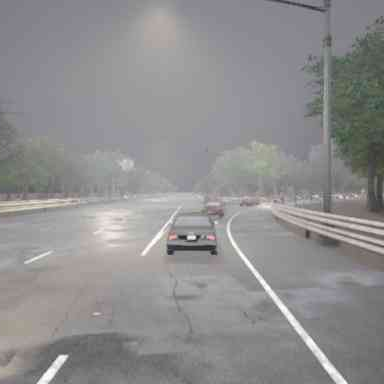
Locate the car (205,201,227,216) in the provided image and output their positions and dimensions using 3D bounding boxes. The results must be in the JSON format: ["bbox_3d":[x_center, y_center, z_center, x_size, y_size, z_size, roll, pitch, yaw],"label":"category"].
[{"bbox_3d":[2.026,1.487,29.587,1.812,1.442,4.674,0,0,12],"label":"car"}]

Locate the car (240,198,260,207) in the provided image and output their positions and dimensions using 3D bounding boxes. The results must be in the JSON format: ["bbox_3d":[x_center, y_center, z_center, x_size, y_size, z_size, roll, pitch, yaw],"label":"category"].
[{"bbox_3d":[8.555,1.519,48.736,1.895,1.301,4.718,0,0,26],"label":"car"}]

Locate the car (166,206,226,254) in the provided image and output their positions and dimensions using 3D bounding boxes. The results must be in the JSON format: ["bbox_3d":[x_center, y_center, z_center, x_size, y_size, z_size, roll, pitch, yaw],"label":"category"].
[{"bbox_3d":[0.067,1.526,13.324,2.033,1.411,5.357,0,0,2],"label":"car"}]
